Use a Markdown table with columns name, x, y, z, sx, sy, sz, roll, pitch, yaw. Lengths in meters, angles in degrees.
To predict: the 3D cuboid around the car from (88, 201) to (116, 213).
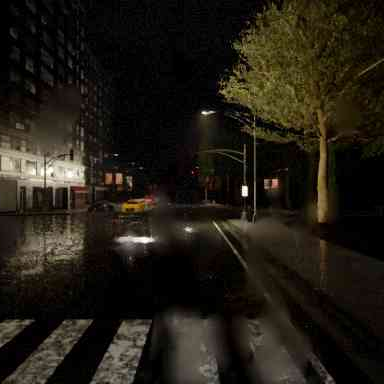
| name | x | y | z | sx | sy | sz | roll | pitch | yaw |
| --- | --- | --- | --- | --- | --- | --- | --- | --- | --- |
| car | -10.448 | 1.736 | 38.814 | 1.994 | 1.385 | 4.181 | 0 | 0 | 9 |

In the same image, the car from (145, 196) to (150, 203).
| name | x | y | z | sx | sy | sz | roll | pitch | yaw |
| --- | --- | --- | --- | --- | --- | --- | --- | --- | --- |
| car | -9.647 | 1.975 | 63.085 | 1.994 | 1.385 | 4.181 | 0 | -1 | 1 |

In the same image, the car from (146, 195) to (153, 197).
| name | x | y | z | sx | sy | sz | roll | pitch | yaw |
| --- | --- | --- | --- | --- | --- | --- | --- | --- | --- |
| car | -9.570 | 1.785 | 74.307 | 2.150 | 2.045 | 5.566 | 0 | -1 | 0 |

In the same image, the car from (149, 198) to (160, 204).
| name | x | y | z | sx | sy | sz | roll | pitch | yaw |
| --- | --- | --- | --- | --- | --- | --- | --- | --- | --- |
| car | -9.544 | 2.241 | 84.725 | 2.128 | 1.511 | 4.902 | 0 | -1 | 0 |

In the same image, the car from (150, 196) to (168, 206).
| name | x | y | z | sx | sy | sz | roll | pitch | yaw |
| --- | --- | --- | --- | --- | --- | --- | --- | --- | --- |
| car | -6.381 | 1.981 | 64.895 | 2.033 | 1.411 | 5.357 | 0 | -1 | 1 |

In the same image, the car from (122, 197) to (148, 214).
| name | x | y | z | sx | sy | sz | roll | pitch | yaw |
| --- | --- | --- | --- | --- | --- | --- | --- | --- | --- |
| car | -6.511 | 1.639 | 37.329 | 1.882 | 1.535 | 5.008 | 0 | 0 | 0 |

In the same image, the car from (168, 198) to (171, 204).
| name | x | y | z | sx | sy | sz | roll | pitch | yaw |
| --- | --- | --- | --- | --- | --- | --- | --- | --- | --- |
| car | -6.317 | 2.103 | 75.533 | 1.812 | 1.442 | 4.674 | 0 | -1 | 0 |

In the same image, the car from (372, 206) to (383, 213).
| name | x | y | z | sx | sy | sz | roll | pitch | yaw |
| --- | --- | --- | --- | --- | --- | --- | --- | --- | --- |
| car | 41.790 | 3.910 | 74.394 | 4.892 | 1.490 | 1.837 | 4 | -3 | -45 |
